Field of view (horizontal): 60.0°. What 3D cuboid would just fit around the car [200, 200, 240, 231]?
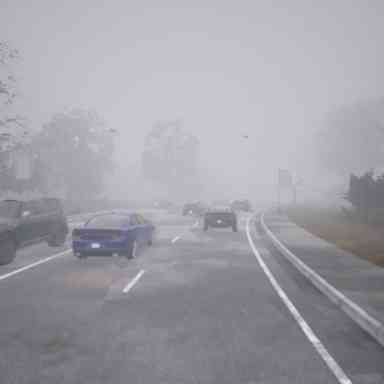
[{"bbox_3d":[1.857,1.475,20.708,1.882,1.535,5.008,0,0,8],"label":"car"}]

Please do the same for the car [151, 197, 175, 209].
[{"bbox_3d":[-3.791,1.445,43.724,2.128,1.511,4.902,0,0,17],"label":"car"}]

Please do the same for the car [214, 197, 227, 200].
[{"bbox_3d":[5.120,1.528,58.195,2.033,1.411,5.357,0,0,22],"label":"car"}]

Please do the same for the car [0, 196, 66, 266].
[{"bbox_3d":[-6.474,1.194,11.850,2.150,2.045,5.566,0,0,5],"label":"car"}]

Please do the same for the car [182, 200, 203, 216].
[{"bbox_3d":[0.418,1.489,31.712,1.837,1.490,4.892,0,0,13],"label":"car"}]

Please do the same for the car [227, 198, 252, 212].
[{"bbox_3d":[5.805,1.495,38.566,2.128,1.511,4.902,0,0,16],"label":"car"}]

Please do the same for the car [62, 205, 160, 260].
[{"bbox_3d":[-2.695,1.462,12.469,1.882,1.535,5.008,0,0,5],"label":"car"}]
